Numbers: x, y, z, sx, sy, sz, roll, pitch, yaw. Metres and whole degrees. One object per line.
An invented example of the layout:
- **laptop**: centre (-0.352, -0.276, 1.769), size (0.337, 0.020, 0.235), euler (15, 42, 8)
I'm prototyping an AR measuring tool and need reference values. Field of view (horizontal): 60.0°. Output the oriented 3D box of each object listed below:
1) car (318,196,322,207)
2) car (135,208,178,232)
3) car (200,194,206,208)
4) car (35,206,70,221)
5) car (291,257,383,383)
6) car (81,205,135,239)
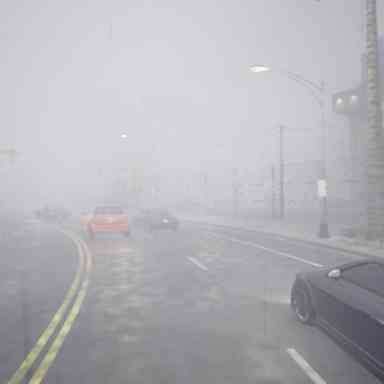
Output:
- **car**: centre (19.166, 1.551, 43.938), size (2.002, 1.452, 4.674), euler (0, 0, -40)
- **car**: centre (-2.491, 1.712, 21.514), size (1.994, 1.385, 4.181), euler (0, 0, -27)
- **car**: centre (-0.325, 1.557, 49.524), size (2.185, 1.767, 4.553), euler (0, 0, -40)
- **car**: centre (-12.631, 1.872, 29.866), size (1.895, 1.301, 4.718), euler (0, 0, -38)
- **car**: centre (2.974, 1.571, 4.566), size (1.994, 1.385, 4.181), euler (0, 0, -6)
- **car**: centre (-4.975, 1.501, 18.778), size (2.097, 1.767, 4.553), euler (0, 0, -24)
